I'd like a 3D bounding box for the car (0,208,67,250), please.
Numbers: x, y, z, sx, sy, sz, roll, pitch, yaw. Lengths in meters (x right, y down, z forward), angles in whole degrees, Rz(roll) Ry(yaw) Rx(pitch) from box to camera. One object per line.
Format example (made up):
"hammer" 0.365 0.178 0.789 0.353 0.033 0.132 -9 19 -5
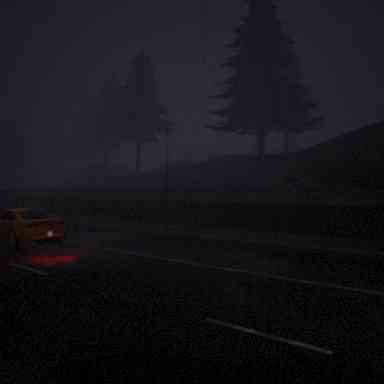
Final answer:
"car" -7.257 1.412 14.166 5.008 1.535 1.882 0 0 40
